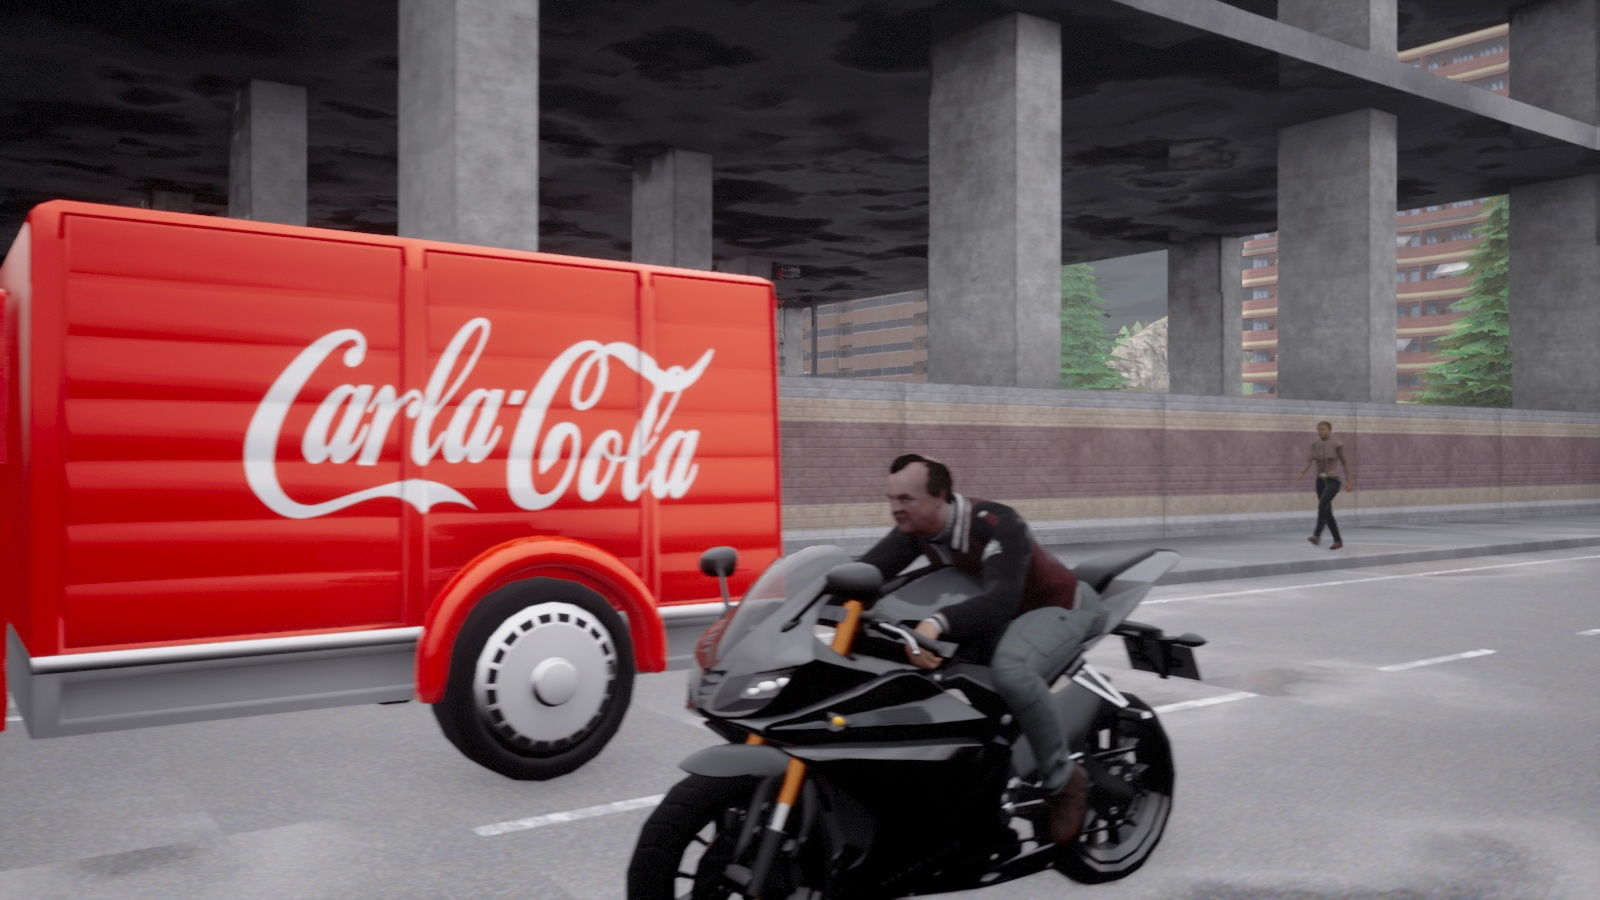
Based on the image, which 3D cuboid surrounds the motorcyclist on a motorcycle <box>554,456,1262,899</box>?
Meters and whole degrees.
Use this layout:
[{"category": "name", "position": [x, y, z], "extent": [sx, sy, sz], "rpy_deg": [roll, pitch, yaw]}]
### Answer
[{"category": "motorcyclist on a motorcycle", "position": [0.421, 0.789, 3.977], "extent": [2.191, 1.530, 0.866], "rpy_deg": [0, 0, -35]}]

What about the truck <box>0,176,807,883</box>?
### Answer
[{"category": "truck", "position": [-2.850, 0.279, 5.952], "extent": [5.204, 2.467, 2.627], "rpy_deg": [0, 0, -35]}]

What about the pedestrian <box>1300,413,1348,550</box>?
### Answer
[{"category": "pedestrian", "position": [7.206, 0.427, 17.268], "extent": [0.634, 1.846, 0.331], "rpy_deg": [0, 0, -37]}]
